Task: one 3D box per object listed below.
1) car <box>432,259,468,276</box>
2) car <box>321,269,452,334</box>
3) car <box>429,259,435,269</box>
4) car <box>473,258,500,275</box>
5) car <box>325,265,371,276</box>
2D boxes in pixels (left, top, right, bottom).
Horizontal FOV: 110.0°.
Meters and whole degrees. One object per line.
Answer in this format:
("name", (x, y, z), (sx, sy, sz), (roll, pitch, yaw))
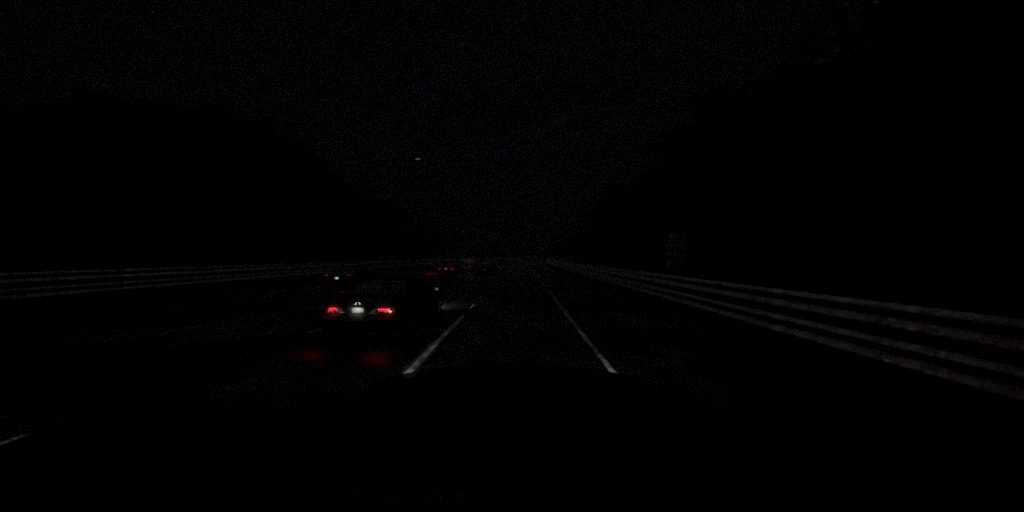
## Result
("car", (-6.228, 1.269, 36.668), (2.033, 1.411, 5.357), (0, 0, 1))
("car", (-3.410, 1.278, 10.597), (2.033, 1.411, 5.357), (0, 0, 1))
("car", (-9.461, 1.174, 46.761), (2.128, 1.511, 4.902), (1, 0, 2))
("car", (-2.676, 1.222, 38.588), (1.882, 1.535, 5.008), (0, 0, 2))
("car", (-10.094, 1.254, 22.765), (1.994, 1.385, 4.181), (0, 0, 1))
